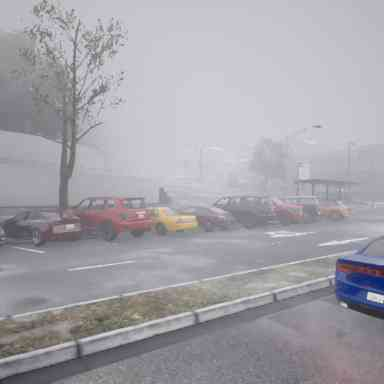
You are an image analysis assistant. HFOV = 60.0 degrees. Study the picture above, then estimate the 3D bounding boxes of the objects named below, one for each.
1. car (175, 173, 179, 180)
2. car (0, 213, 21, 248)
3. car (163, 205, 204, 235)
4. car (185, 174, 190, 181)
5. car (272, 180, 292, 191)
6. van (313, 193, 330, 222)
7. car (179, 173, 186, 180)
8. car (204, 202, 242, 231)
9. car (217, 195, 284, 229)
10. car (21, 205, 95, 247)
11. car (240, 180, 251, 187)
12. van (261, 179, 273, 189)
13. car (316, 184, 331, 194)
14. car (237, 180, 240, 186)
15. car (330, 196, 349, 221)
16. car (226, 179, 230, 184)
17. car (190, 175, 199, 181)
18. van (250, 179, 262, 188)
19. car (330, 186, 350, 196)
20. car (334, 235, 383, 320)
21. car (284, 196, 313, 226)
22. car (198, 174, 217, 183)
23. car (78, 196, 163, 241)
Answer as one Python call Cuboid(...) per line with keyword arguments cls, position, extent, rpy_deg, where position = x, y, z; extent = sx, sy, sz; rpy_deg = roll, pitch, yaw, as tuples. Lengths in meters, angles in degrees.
Cuboid(cls="car", position=(-2.564, -4.362, 95.060), extent=(2.435, 2.045, 5.566), rpy_deg=(1, -1, 34))
Cuboid(cls="car", position=(-9.432, 1.493, 13.486), extent=(4.892, 1.521, 2.231), rpy_deg=(-1, -1, 35))
Cuboid(cls="car", position=(-2.242, 1.502, 18.797), extent=(5.366, 1.575, 1.946), rpy_deg=(-1, -1, 35))
Cuboid(cls="car", position=(0.933, -3.850, 90.238), extent=(2.185, 1.767, 4.553), rpy_deg=(6, 3, 34))
Cuboid(cls="car", position=(18.293, -0.992, 65.636), extent=(2.231, 1.521, 4.892), rpy_deg=(7, 3, 35))
Cuboid(cls="van", position=(7.852, 1.296, 25.546), extent=(4.442, 1.987, 1.878), rpy_deg=(-1, -1, 35))
Cuboid(cls="car", position=(-0.795, -4.085, 92.710), extent=(2.185, 1.767, 4.553), rpy_deg=(4, 1, 34))
Cuboid(cls="car", position=(0.367, 1.548, 20.422), extent=(4.674, 1.452, 2.002), rpy_deg=(-1, -1, 35))
Cuboid(cls="car", position=(2.796, 1.262, 22.177), extent=(5.566, 2.045, 2.435), rpy_deg=(-1, -1, 35))
Cuboid(cls="car", position=(-7.010, 1.524, 15.230), extent=(4.792, 1.488, 2.163), rpy_deg=(-1, -1, 35))
Cuboid(cls="car", position=(13.238, -1.812, 73.207), extent=(1.946, 1.575, 5.366), rpy_deg=(7, 3, 35))
Cuboid(cls="van", position=(16.536, -1.491, 68.000), extent=(1.878, 1.987, 4.442), rpy_deg=(7, 4, 35))
Cuboid(cls="car", position=(23.496, -0.426, 58.245), extent=(2.435, 2.045, 5.566), rpy_deg=(7, 3, 35))
Cuboid(cls="car", position=(11.410, -2.043, 75.529), extent=(2.002, 1.452, 4.674), rpy_deg=(7, 4, 35))
Cuboid(cls="car", position=(10.262, 1.403, 27.294), extent=(4.553, 1.767, 2.185), rpy_deg=(-1, -1, 35))
Cuboid(cls="car", position=(9.670, -2.317, 77.993), extent=(2.002, 1.452, 4.674), rpy_deg=(7, 3, 35))
Cuboid(cls="car", position=(2.724, -3.698, 87.770), extent=(2.435, 2.045, 5.566), rpy_deg=(7, 3, 34))
Cuboid(cls="van", position=(14.810, -1.764, 70.474), extent=(1.878, 1.987, 4.442), rpy_deg=(7, 4, 35))
Cuboid(cls="car", position=(25.184, 0.136, 55.771), extent=(2.002, 1.452, 4.674), rpy_deg=(7, 3, 35))
Cuboid(cls="car", position=(4.864, 1.487, 6.585), extent=(5.008, 1.535, 1.882), rpy_deg=(0, 0, -35))
Cuboid(cls="car", position=(5.311, 1.267, 23.879), extent=(5.566, 2.045, 2.435), rpy_deg=(-1, -1, 35))
Cuboid(cls="car", position=(4.573, -3.176, 85.509), extent=(1.946, 1.575, 5.366), rpy_deg=(7, 3, 34))
Cuboid(cls="car", position=(-4.563, 1.247, 16.972), extent=(5.566, 2.045, 2.435), rpy_deg=(-1, -1, 35))
